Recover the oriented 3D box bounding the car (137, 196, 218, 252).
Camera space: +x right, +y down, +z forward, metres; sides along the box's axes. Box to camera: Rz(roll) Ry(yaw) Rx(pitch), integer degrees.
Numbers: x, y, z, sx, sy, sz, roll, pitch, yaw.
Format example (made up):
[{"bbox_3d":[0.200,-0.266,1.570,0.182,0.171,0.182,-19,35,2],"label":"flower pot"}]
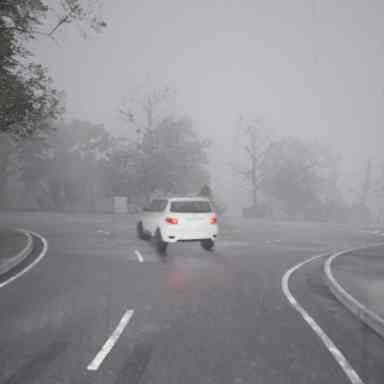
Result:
[{"bbox_3d":[-0.798,1.207,14.144,2.150,2.045,5.566,1,-1,-19],"label":"car"}]
